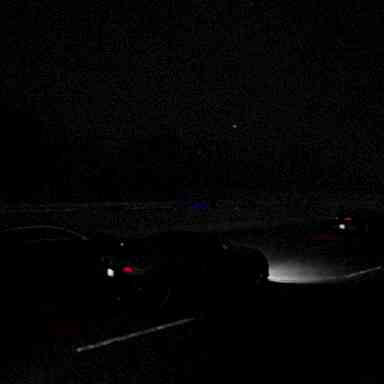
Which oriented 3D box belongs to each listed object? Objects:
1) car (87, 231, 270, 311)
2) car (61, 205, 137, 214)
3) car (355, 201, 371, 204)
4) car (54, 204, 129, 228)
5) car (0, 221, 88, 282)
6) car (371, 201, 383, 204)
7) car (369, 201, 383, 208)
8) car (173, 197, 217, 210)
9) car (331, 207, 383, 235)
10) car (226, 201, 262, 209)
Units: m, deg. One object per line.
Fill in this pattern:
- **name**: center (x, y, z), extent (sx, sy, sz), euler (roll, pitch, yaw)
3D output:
- **car**: center (-0.061, 1.641, 8.046), extent (4.181, 1.385, 1.994), euler (0, -1, -36)
- **car**: center (-5.685, 1.669, 21.535), extent (5.008, 1.535, 1.882), euler (0, -1, -36)
- **car**: center (25.006, 2.065, 48.426), extent (4.674, 1.442, 1.812), euler (1, -1, -36)
- **car**: center (-7.380, 1.709, 24.633), extent (4.902, 1.511, 2.128), euler (0, -1, -36)
- **car**: center (-4.207, 1.575, 9.340), extent (4.902, 1.511, 2.128), euler (0, -1, -36)
- **car**: center (27.064, 1.993, 45.600), extent (5.008, 1.535, 1.882), euler (1, -1, -36)
- **car**: center (37.283, 2.524, 66.063), extent (4.181, 1.385, 1.994), euler (2, -1, -36)
- **car**: center (0.461, 1.556, 39.094), extent (5.566, 2.045, 2.150), euler (0, -1, -36)
- **car**: center (10.345, 1.682, 20.048), extent (4.892, 1.490, 1.837), euler (0, -1, -36)
- **car**: center (6.101, 1.814, 38.896), extent (5.008, 1.535, 1.882), euler (0, -1, -36)
